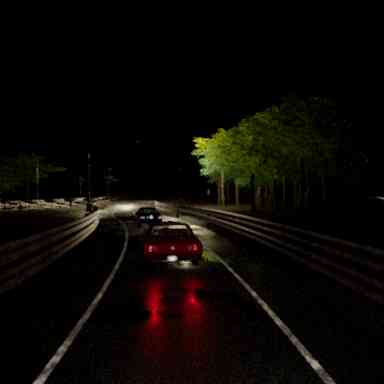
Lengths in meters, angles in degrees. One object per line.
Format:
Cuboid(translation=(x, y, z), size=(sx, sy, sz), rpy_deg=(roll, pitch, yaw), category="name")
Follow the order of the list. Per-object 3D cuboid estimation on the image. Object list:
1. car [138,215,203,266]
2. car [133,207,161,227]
Cuboid(translation=(-0.868, 1.755, 12.259), size=(1.895, 1.301, 4.718), rpy_deg=(0, -1, -7), category="car")
Cuboid(translation=(-3.484, 1.877, 25.920), size=(2.033, 1.411, 5.357), rpy_deg=(0, -1, -14), category="car")
